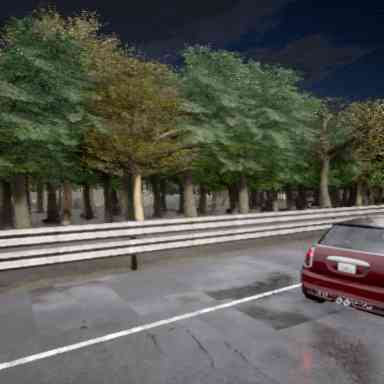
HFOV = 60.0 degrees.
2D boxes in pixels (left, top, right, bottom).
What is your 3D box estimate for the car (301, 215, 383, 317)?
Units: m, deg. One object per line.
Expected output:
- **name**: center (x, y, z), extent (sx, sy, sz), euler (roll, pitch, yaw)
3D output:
- **car**: center (4.341, 1.283, 6.846), extent (4.553, 1.767, 2.097), euler (-1, 0, -36)
